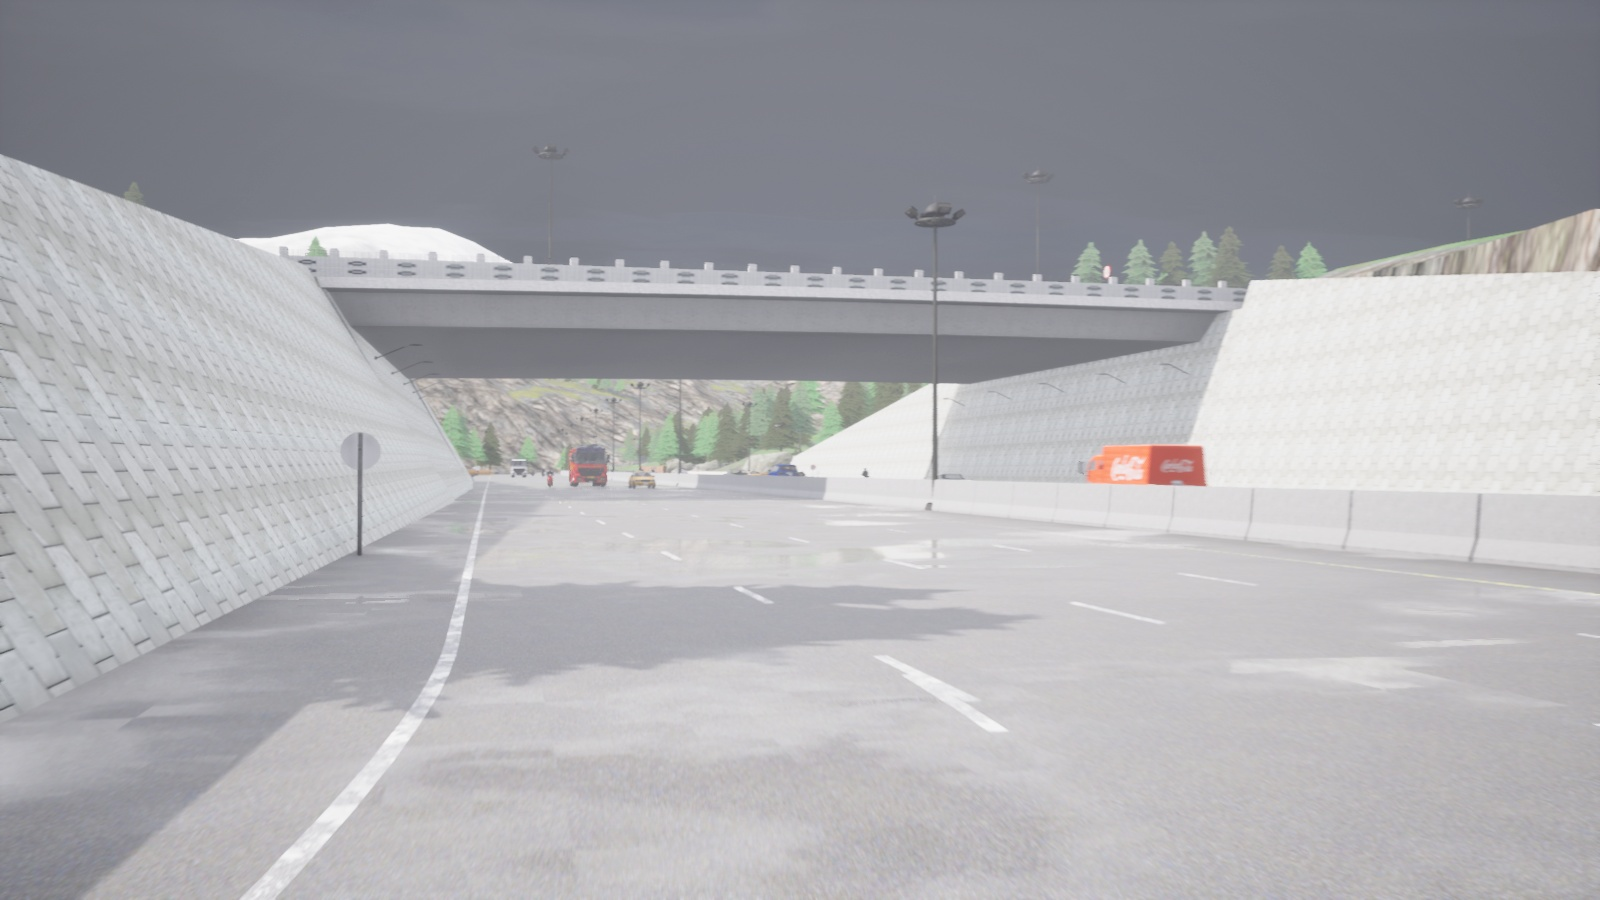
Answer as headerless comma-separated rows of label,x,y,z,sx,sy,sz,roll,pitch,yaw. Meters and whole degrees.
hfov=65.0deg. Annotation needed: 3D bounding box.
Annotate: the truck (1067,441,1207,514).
truck,11.951,0.971,45.038,2.627,2.467,5.204,0,-1,-14
